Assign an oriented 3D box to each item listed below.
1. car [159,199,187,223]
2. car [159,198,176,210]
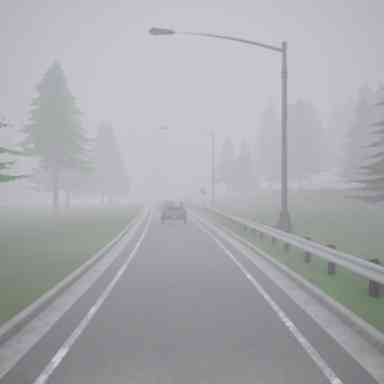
[{"bbox_3d":[-1.413,1.487,25.095,2.128,1.511,4.902,0,0,-5],"label":"car"},{"bbox_3d":[-3.249,1.555,42.700,1.994,1.385,4.181,0,0,-7],"label":"car"}]
